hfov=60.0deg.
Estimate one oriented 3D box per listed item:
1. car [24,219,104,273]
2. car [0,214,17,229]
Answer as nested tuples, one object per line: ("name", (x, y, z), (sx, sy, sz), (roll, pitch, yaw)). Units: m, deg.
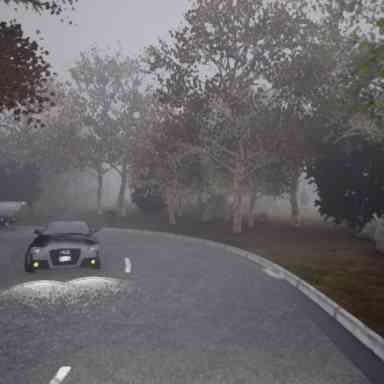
("car", (-4.023, 1.588, 10.785), (1.994, 1.385, 4.181), (1, 0, -19))
("car", (-14.803, 1.924, 22.934), (4.718, 1.301, 1.895), (-1, -3, 6))
